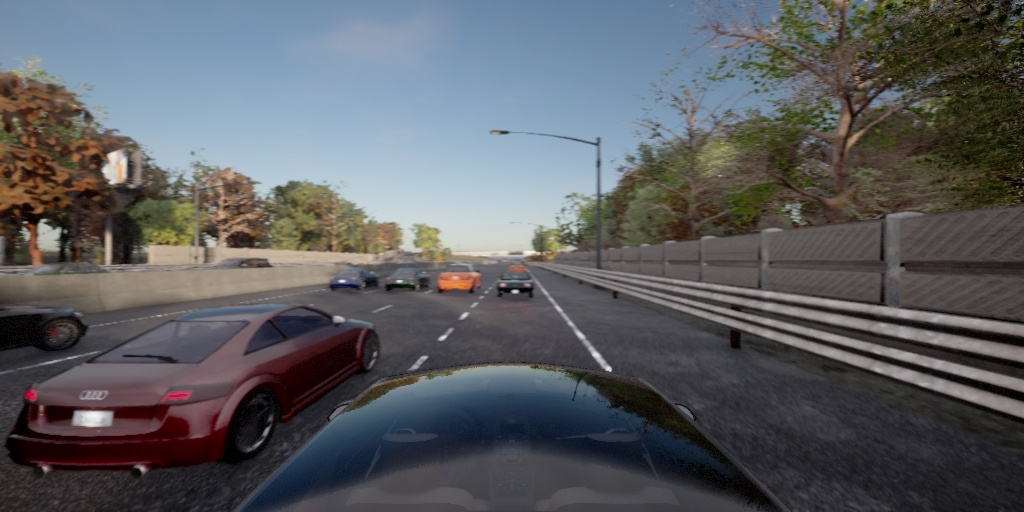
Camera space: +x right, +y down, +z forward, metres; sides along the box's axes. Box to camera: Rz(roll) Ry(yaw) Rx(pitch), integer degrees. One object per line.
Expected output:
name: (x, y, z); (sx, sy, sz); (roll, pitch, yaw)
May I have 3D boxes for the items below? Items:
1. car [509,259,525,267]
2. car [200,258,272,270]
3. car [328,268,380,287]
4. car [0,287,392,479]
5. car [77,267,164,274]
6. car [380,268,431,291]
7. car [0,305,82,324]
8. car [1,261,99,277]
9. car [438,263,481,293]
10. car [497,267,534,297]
car: (0.649, 1.504, 46.757); (2.097, 1.767, 4.553); (0, -1, 1)
car: (-20.773, 1.148, 27.223); (2.150, 2.045, 5.566); (0, 0, 1)
car: (-10.139, 1.481, 23.481); (1.994, 1.385, 4.181); (0, -1, 1)
car: (-3.452, 1.335, 4.988); (1.994, 1.385, 4.181); (0, 0, 1)
car: (-24.344, 1.487, 23.338); (1.895, 1.301, 4.718); (0, 0, 1)
car: (-6.643, 1.486, 23.262); (1.994, 1.385, 4.181); (0, -1, 1)
car: (-10.432, 1.291, 6.054); (1.812, 1.442, 4.674); (0, 0, 1)
car: (-27.865, 1.218, 21.966); (2.097, 1.767, 4.553); (0, -1, 1)
car: (-3.160, 1.274, 22.388); (2.097, 1.767, 4.553); (0, 0, 1)
car: (0.202, 1.511, 20.213); (1.895, 1.301, 4.718); (0, -1, 1)
